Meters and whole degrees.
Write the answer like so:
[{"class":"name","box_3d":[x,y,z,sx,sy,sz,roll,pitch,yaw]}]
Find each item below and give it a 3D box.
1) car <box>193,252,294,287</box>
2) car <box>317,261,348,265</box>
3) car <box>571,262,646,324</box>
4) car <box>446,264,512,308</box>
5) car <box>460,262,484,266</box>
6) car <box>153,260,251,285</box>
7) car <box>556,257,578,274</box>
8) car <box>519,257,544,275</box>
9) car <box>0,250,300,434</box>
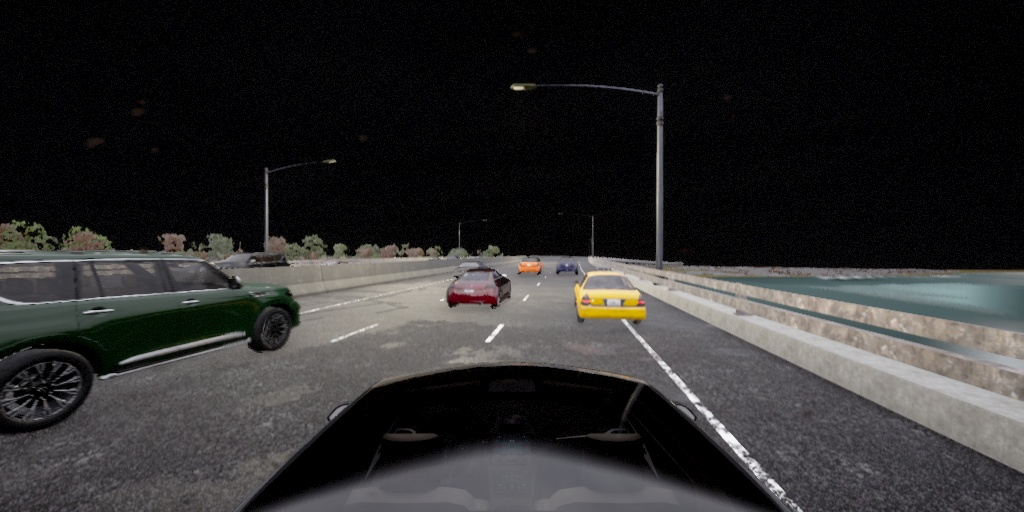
[{"class":"car","box_3d":[-17.724,0.788,24.175,2.150,2.045,5.566,0,0,9]},{"class":"car","box_3d":[-13.723,1.081,27.132,1.812,1.442,4.674,0,0,9]},{"class":"car","box_3d":[2.960,1.142,11.650,1.801,1.575,5.366,0,0,8]},{"class":"car","box_3d":[-1.231,1.221,14.872,1.994,1.385,4.181,0,0,8]},{"class":"car","box_3d":[-2.904,1.122,27.166,2.033,1.411,5.357,0,0,9]},{"class":"car","box_3d":[-21.159,1.047,24.843,2.128,1.511,4.902,0,0,9]},{"class":"car","box_3d":[5.621,0.884,36.398,2.097,1.767,4.553,0,0,10]},{"class":"car","box_3d":[1.946,0.883,35.320,2.097,1.767,4.553,0,0,9]},{"class":"car","box_3d":[-6.111,0.932,5.715,2.150,2.045,5.566,0,1,8]}]
